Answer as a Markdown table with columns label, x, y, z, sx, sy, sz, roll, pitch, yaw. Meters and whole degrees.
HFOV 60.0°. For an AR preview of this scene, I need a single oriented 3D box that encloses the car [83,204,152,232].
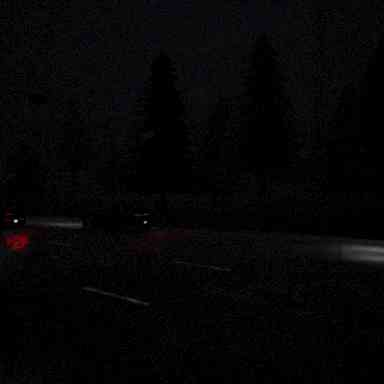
| label | x | y | z | sx | sy | sz | roll | pitch | yaw |
| --- | --- | --- | --- | --- | --- | --- | --- | --- | --- |
| car | -4.610 | 1.495 | 20.185 | 4.902 | 1.511 | 2.128 | 0 | 0 | 36 |

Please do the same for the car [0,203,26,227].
| label | x | y | z | sx | sy | sz | roll | pitch | yaw |
| --- | --- | --- | --- | --- | --- | --- | --- | --- | --- |
| car | -12.704 | 1.510 | 21.663 | 4.892 | 1.490 | 1.837 | 0 | 0 | 36 |
